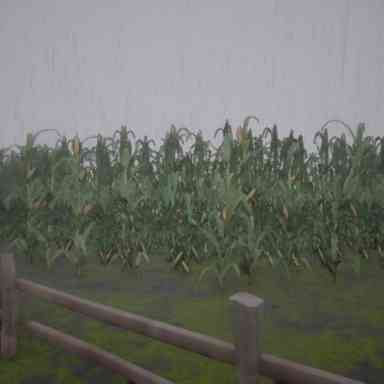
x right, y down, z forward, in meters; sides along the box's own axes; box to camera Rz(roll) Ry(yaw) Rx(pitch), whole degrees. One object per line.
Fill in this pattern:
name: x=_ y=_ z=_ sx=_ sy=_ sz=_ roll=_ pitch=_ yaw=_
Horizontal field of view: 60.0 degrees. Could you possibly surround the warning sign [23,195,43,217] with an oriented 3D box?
warning sign: x=-13.842 y=1.202 z=28.934 sx=1.300 sy=1.860 sz=1.060 roll=1 pitch=1 yaw=35
